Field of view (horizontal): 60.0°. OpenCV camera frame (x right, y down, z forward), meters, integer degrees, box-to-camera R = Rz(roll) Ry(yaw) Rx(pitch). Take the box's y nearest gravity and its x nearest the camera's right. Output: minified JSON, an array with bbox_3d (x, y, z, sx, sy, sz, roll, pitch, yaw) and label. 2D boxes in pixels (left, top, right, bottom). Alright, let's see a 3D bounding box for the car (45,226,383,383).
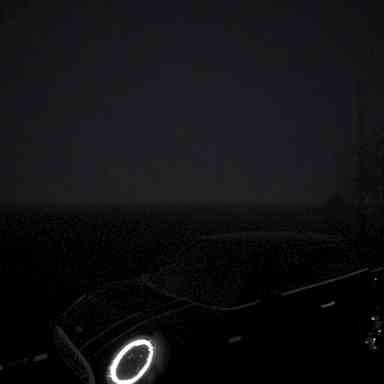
[{"bbox_3d":[0.582,1.381,4.403,4.553,1.767,2.097,1,0,-36],"label":"car"}]
